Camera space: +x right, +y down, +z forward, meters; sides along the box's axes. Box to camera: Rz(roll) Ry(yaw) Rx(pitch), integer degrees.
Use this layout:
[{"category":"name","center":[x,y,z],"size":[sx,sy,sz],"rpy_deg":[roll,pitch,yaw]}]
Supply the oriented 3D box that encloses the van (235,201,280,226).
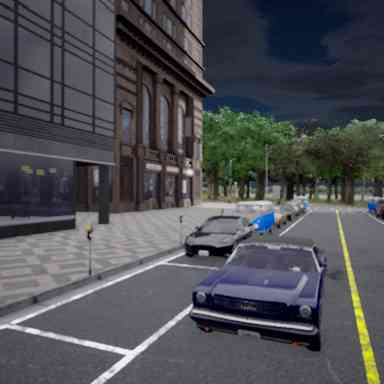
[{"category":"van","center":[3.345,1.387,17.663],"size":[1.690,1.788,3.998],"rpy_deg":[0,0,23]}]

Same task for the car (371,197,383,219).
[{"category":"car","center":[17.560,1.436,29.356],"size":[2.192,1.841,5.009],"rpy_deg":[0,0,23]}]

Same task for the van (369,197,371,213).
[{"category":"van","center":[19.681,1.481,34.362],"size":[1.690,1.788,3.998],"rpy_deg":[0,0,23]}]

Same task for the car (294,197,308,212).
[{"category":"car","center":[11.832,1.561,37.688],"size":[1.967,1.590,4.097],"rpy_deg":[0,0,23]}]

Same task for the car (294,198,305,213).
[{"category":"car","center":[9.644,1.626,32.526],"size":[1.752,1.417,4.829],"rpy_deg":[0,0,23]}]

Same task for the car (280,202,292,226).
[{"category":"car","center":[5.400,1.589,22.513],"size":[1.752,1.417,4.829],"rpy_deg":[0,0,23]}]

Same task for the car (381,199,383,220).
[{"category":"car","center":[15.438,1.542,24.349],"size":[1.967,1.590,4.097],"rpy_deg":[0,0,23]}]

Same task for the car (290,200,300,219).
[{"category":"car","center":[7.588,1.648,27.675],"size":[1.947,1.339,4.313],"rpy_deg":[0,0,23]}]

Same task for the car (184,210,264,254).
[{"category":"car","center":[1.223,1.594,12.656],"size":[1.947,1.339,4.313],"rpy_deg":[0,0,23]}]

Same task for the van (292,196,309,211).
[{"category":"van","center":[13.954,1.481,42.696],"size":[1.690,1.788,3.998],"rpy_deg":[0,0,23]}]

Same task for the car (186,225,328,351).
[{"category":"car","center":[1.625,1.618,6.524],"size":[1.895,1.301,4.718],"rpy_deg":[0,0,23]}]
